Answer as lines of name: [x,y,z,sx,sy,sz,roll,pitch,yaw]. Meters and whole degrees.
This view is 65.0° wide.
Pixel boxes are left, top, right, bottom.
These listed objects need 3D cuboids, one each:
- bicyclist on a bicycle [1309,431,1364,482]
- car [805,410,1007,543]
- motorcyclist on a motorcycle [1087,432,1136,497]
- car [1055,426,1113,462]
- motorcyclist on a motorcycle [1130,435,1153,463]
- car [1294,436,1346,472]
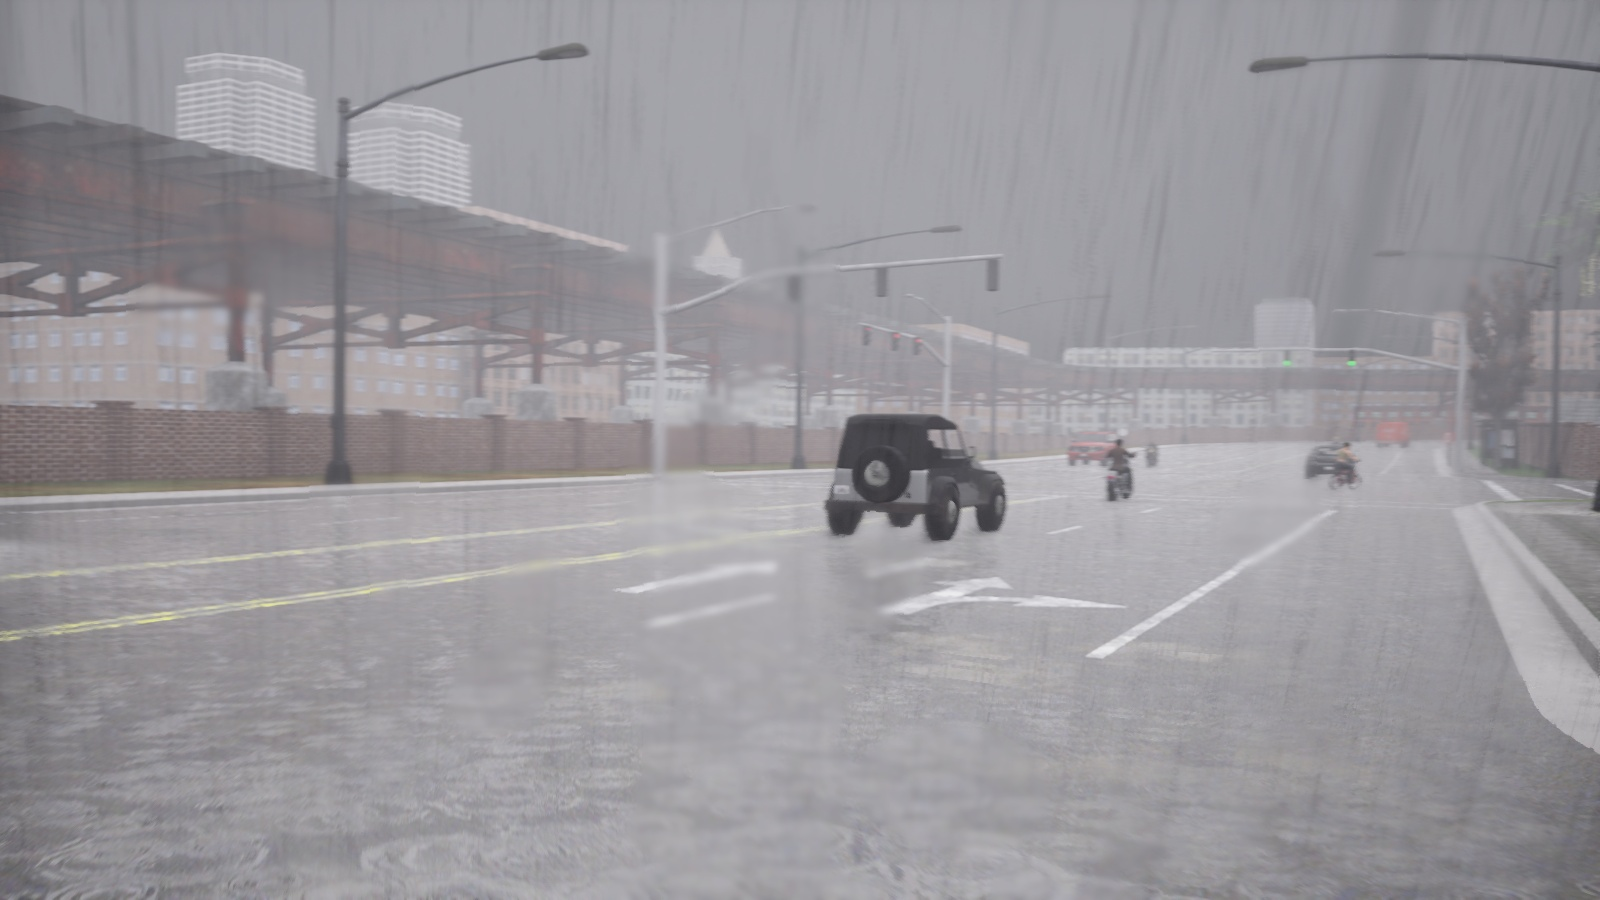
bicyclist on a bicycle: [17.838,0.214,41.747,1.509,1.612,0.866,-1,4,-28]
car: [1.785,0.353,19.845,1.905,1.878,3.866,0,1,26]
motorcyclist on a motorcycle: [8.188,0.362,32.947,0.766,1.649,2.350,0,0,26]
car: [16.945,-0.403,74.772,2.150,2.045,5.566,0,1,26]
motorcyclist on a motorcycle: [19.680,-0.072,72.399,0.866,1.530,2.191,0,1,26]
car: [22.405,0.143,54.061,1.816,1.474,4.193,0,1,26]
